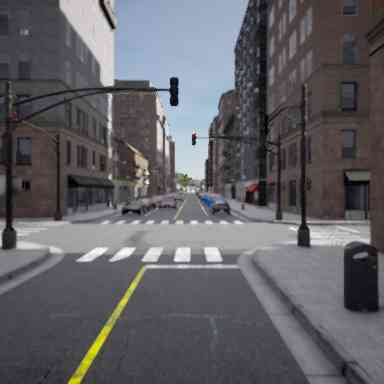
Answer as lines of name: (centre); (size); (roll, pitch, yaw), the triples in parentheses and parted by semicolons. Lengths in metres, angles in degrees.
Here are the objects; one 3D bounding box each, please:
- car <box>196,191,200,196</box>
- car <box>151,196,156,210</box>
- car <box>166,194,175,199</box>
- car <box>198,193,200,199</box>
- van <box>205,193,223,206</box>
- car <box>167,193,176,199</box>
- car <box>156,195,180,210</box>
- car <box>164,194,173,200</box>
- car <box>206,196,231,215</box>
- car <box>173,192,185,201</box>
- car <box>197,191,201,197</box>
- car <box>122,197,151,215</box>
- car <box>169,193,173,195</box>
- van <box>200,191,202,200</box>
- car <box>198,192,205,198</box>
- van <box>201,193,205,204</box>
car: (2.632, 1.072, 88.200); (1.887, 1.381, 4.507); (0, 0, 0)
car: (-5.391, 1.391, 37.060); (1.802, 1.307, 4.206); (0, 0, 0)
car: (-5.393, 1.110, 82.517); (2.008, 1.369, 4.403); (0, 0, 0)
car: (2.633, 1.236, 65.472); (1.802, 1.307, 4.206); (0, 0, 0)
van: (2.634, 1.150, 37.059); (1.690, 1.788, 3.998); (0, 0, 0)
car: (-5.393, 1.072, 88.200); (1.887, 1.381, 4.507); (0, 0, 0)
car: (-2.753, 1.396, 38.687); (1.994, 1.385, 4.181); (0, 1, 0)
car: (-5.392, 1.136, 76.835); (1.887, 1.381, 4.507); (0, 0, 0)
car: (2.635, 1.390, 31.378); (2.008, 1.369, 4.403); (0, 0, 0)
car: (-2.754, 1.160, 69.008); (2.033, 1.411, 5.357); (0, 0, 0)
car: (2.633, 1.147, 71.323); (1.752, 1.417, 4.829); (0, 0, 0)
car: (-5.390, 1.405, 31.378); (1.947, 1.339, 4.313); (0, 0, 0)
car: (-5.392, 1.220, 65.471); (1.947, 1.339, 4.313); (0, 0, 0)
van: (2.634, 1.058, 54.106); (1.690, 1.788, 3.998); (0, 0, 0)
car: (2.632, 0.936, 93.882); (1.967, 1.590, 4.097); (0, 0, 0)
van: (2.634, 1.089, 48.424); (1.690, 1.788, 3.998); (0, 0, 0)
